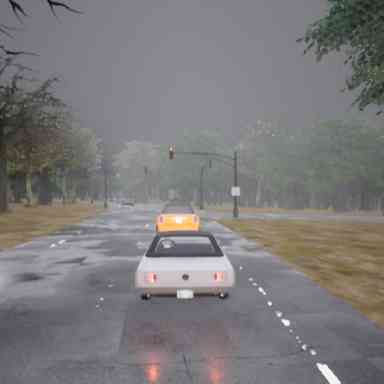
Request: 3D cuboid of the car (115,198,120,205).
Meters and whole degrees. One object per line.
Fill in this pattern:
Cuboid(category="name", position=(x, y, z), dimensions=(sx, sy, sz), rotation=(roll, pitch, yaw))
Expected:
Cuboid(category="car", position=(-15.406, 2.054, 73.398), dimensions=(1.837, 1.490, 4.892), rotation=(0, -1, -17))

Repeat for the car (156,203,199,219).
Cuboid(category="car", position=(-0.775, 1.345, 17.324), dimensions=(2.097, 1.767, 4.553), rotation=(0, 0, -4))

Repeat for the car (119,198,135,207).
Cuboid(category="car", position=(-11.159, 1.873, 58.075), dimensions=(1.994, 1.385, 4.181), rotation=(0, -1, -14))

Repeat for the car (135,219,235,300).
Cuboid(category="car", position=(-0.202, 1.597, 8.352), dimensions=(1.895, 1.301, 4.718), rotation=(0, 0, -2))

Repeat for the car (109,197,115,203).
Cuboid(category="car", position=(-20.775, 2.178, 88.493), dimensions=(1.812, 1.442, 4.674), rotation=(0, -1, -21))
